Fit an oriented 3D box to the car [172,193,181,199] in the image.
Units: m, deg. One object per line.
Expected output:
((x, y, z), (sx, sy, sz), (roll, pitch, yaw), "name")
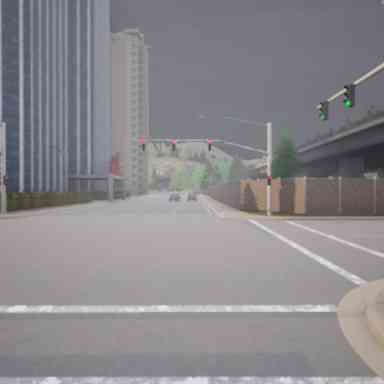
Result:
((-3.490, 0.944, 74.943), (1.895, 1.301, 4.718), (0, 0, 0), "car")

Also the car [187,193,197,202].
((0.008, 1.106, 64.511), (2.033, 1.411, 5.357), (0, 0, 0), "car")

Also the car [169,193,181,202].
((-3.492, 1.106, 64.512), (2.033, 1.411, 5.357), (0, 0, 0), "car")

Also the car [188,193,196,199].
((0.010, 0.873, 74.912), (1.812, 1.442, 4.674), (0, 0, 0), "car")
